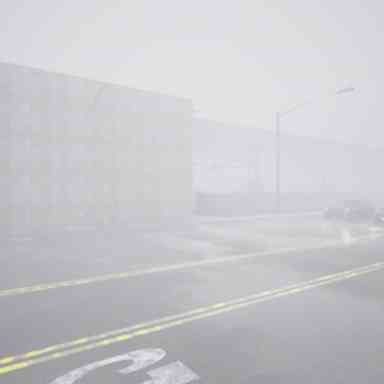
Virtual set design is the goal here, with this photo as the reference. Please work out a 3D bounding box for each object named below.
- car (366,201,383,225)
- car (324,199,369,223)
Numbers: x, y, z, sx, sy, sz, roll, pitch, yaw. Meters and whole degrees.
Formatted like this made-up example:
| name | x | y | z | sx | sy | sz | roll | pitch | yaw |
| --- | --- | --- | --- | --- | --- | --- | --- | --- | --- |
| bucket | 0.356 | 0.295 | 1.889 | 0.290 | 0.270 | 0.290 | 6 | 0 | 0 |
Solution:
| name | x | y | z | sx | sy | sz | roll | pitch | yaw |
| --- | --- | --- | --- | --- | --- | --- | --- | --- | --- |
| car | 14.297 | 1.499 | 22.816 | 4.892 | 1.490 | 1.837 | 0 | 0 | -36 |
| car | 12.171 | 1.346 | 25.596 | 4.553 | 1.767 | 2.097 | 0 | 0 | -36 |
